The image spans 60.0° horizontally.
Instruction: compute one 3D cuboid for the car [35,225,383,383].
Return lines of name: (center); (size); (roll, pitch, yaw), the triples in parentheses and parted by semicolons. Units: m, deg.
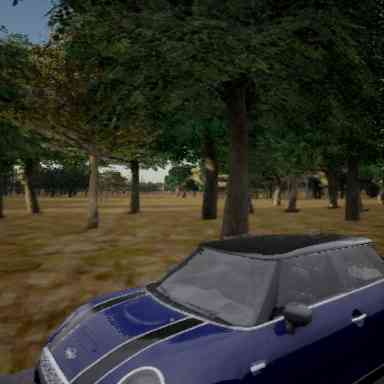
car: (0.683, 1.351, 3.886); (4.553, 1.767, 2.097); (0, 0, -36)
